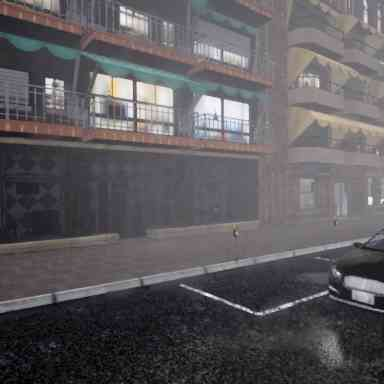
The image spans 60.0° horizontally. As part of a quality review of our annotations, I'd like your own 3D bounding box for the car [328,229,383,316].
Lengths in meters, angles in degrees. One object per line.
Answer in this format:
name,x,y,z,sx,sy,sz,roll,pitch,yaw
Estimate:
car,4.799,1.490,7.045,4.902,1.511,2.128,0,0,-38
